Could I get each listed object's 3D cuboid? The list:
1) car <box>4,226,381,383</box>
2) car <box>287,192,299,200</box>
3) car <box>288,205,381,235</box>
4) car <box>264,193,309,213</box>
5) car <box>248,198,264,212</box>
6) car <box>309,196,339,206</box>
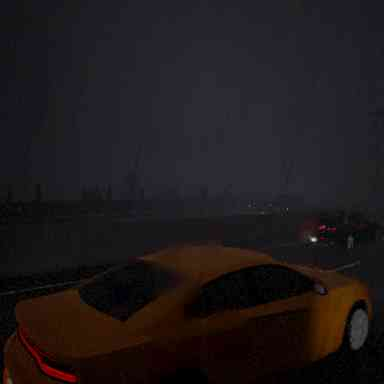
[{"bbox_3d":[0.442,1.473,4.325,5.008,1.535,1.882,0,0,-37],"label":"car"},{"bbox_3d":[22.877,0.940,75.356,2.097,1.767,4.553,0,0,9],"label":"car"},{"bbox_3d":[6.237,1.484,13.886,4.892,1.490,1.837,0,0,-43],"label":"car"},{"bbox_3d":[9.775,1.177,34.008,2.150,2.045,5.566,0,0,36],"label":"car"},{"bbox_3d":[8.049,1.459,37.684,1.837,1.490,4.892,0,0,34],"label":"car"},{"bbox_3d":[13.274,1.443,32.963,2.128,1.511,4.902,0,0,34],"label":"car"}]
